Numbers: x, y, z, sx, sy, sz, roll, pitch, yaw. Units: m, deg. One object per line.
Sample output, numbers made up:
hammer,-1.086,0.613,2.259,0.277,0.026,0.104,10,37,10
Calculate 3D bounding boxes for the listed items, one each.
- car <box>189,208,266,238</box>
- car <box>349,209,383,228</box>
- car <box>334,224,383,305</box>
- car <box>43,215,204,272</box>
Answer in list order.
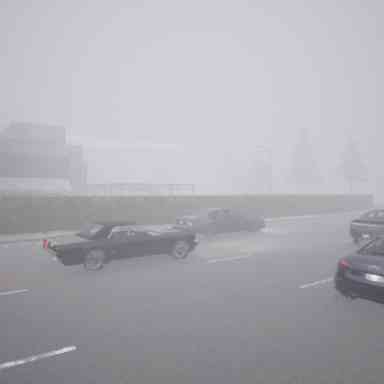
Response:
car,1.504,1.547,17.706,5.357,1.411,2.033,0,0,-35
car,8.669,1.491,14.214,4.902,1.511,2.128,0,0,-35
car,5.006,1.564,7.310,4.181,1.385,1.994,0,0,-35
car,-2.136,1.601,10.817,4.718,1.301,1.895,0,0,-35
